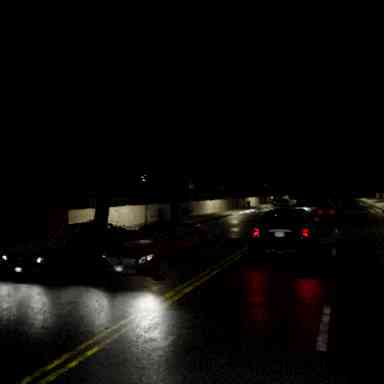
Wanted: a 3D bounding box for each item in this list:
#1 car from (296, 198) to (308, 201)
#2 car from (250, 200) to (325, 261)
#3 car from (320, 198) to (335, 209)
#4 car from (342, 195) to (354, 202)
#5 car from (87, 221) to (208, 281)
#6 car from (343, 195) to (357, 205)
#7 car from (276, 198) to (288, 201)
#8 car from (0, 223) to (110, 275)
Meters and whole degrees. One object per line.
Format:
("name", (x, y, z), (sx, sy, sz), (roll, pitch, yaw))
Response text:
("car", (16.739, 1.646, 50.166), (1.994, 1.385, 4.181), (-2, -1, 24))
("car", (3.702, 1.391, 12.701), (2.097, 1.767, 4.553), (-2, -1, 24))
("car", (17.803, 1.486, 44.167), (1.812, 1.442, 4.674), (-2, -1, 24))
("car", (33.200, 1.351, 70.837), (2.033, 1.411, 5.357), (-2, -1, 24))
("car", (-0.954, 1.704, 10.723), (1.812, 1.442, 4.674), (-2, -1, 24))
("car", (26.372, 1.381, 55.355), (1.994, 1.385, 4.181), (-2, -1, 24))
("car", (13.957, 1.697, 51.900), (2.128, 1.511, 4.902), (-2, -1, 24))
("car", (-3.929, 1.848, 12.029), (2.033, 1.411, 5.357), (-2, -1, 24))
